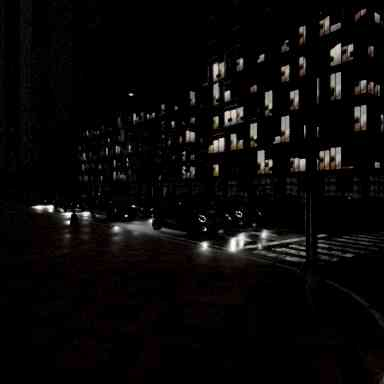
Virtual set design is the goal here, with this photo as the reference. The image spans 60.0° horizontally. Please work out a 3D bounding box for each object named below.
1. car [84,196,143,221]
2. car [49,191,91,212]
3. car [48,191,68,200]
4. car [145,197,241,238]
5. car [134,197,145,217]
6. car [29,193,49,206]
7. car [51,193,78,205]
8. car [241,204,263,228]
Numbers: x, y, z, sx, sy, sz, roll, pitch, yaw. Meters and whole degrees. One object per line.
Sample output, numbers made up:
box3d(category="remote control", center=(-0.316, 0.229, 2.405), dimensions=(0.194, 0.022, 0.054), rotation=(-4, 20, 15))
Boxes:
box3d(category="car", center=(-5.673, 1.208, 23.539), dimensions=(1.895, 1.301, 4.718), rotation=(0, 1, -38))
box3d(category="car", center=(-11.399, 0.943, 30.807), dimensions=(1.837, 1.490, 4.892), rotation=(0, 1, -38))
box3d(category="car", center=(-22.592, 0.540, 55.880), dimensions=(1.895, 1.301, 4.718), rotation=(0, 1, -38))
box3d(category="car", center=(-0.095, 1.124, 16.481), dimensions=(2.097, 1.767, 4.553), rotation=(0, 1, -38))
box3d(category="car", center=(-3.986, 1.126, 26.646), dimensions=(2.033, 1.411, 5.357), rotation=(0, 1, -38))
box3d(category="car", center=(-17.600, 0.817, 38.745), dimensions=(1.994, 1.385, 4.181), rotation=(0, 1, -37))
box3d(category="car", center=(-16.331, 0.812, 42.405), dimensions=(1.895, 1.301, 4.718), rotation=(0, 1, -38))
box3d(category="car", center=(1.891, 1.104, 19.212), dimensions=(2.097, 1.767, 4.553), rotation=(0, 1, -38))
